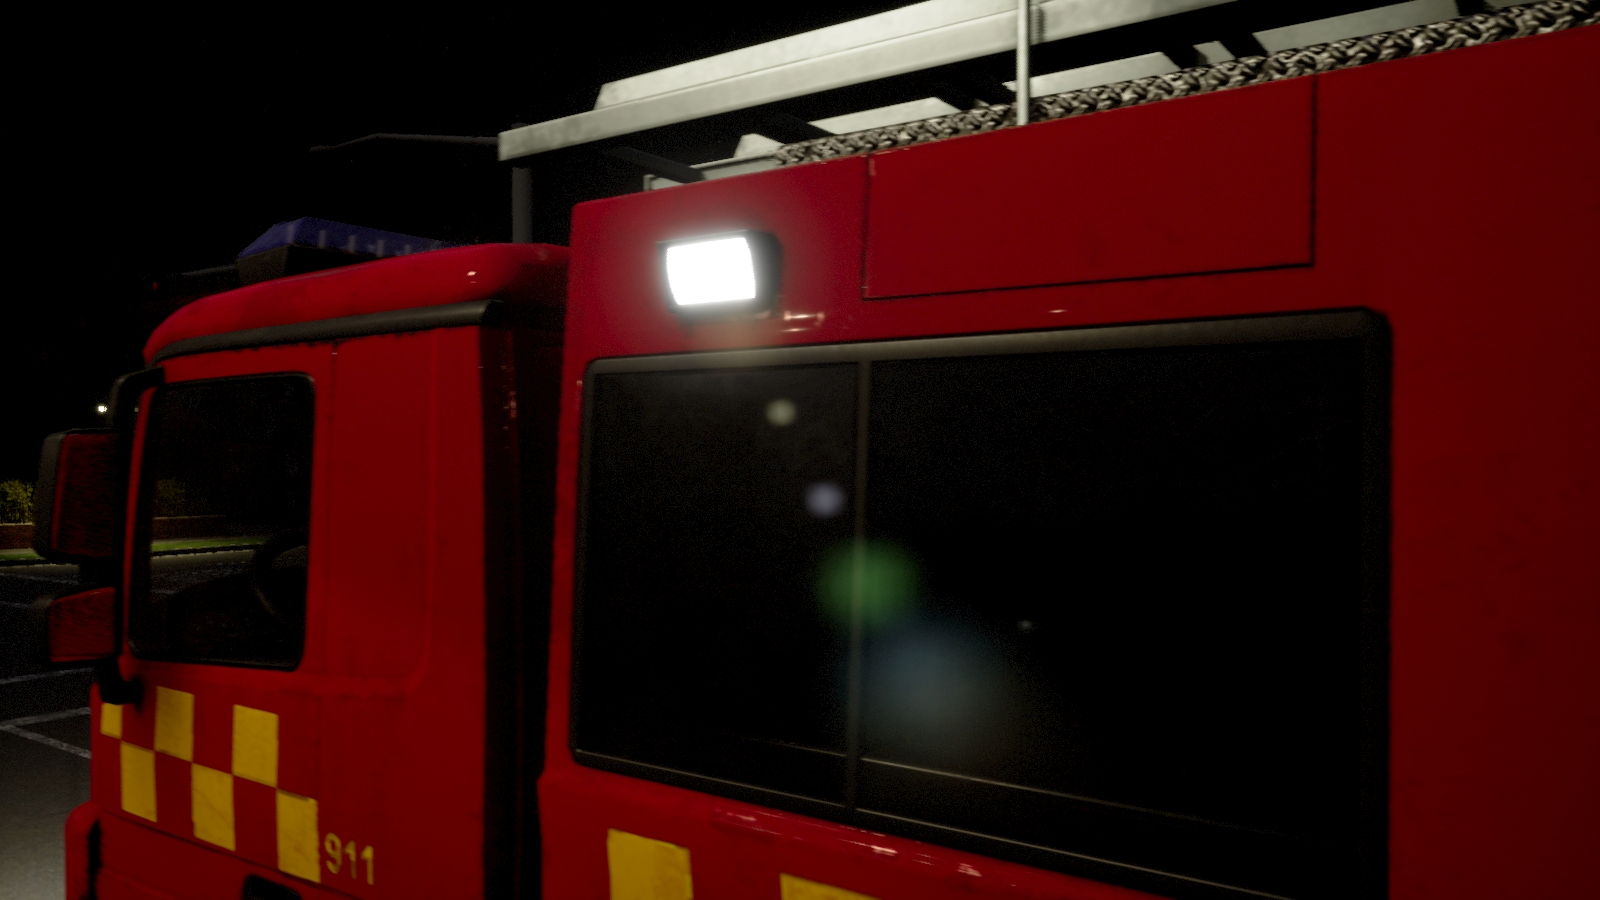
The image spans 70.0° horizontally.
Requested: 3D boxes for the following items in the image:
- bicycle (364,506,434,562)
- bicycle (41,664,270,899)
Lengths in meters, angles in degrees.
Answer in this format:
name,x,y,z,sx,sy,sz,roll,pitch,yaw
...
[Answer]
name,x,y,z,sx,sy,sz,roll,pitch,yaw
bicycle,-10.343,2.145,29.499,0.859,1.301,1.487,0,0,35
bicycle,-3.573,2.048,6.268,1.835,1.496,0.329,0,0,35
